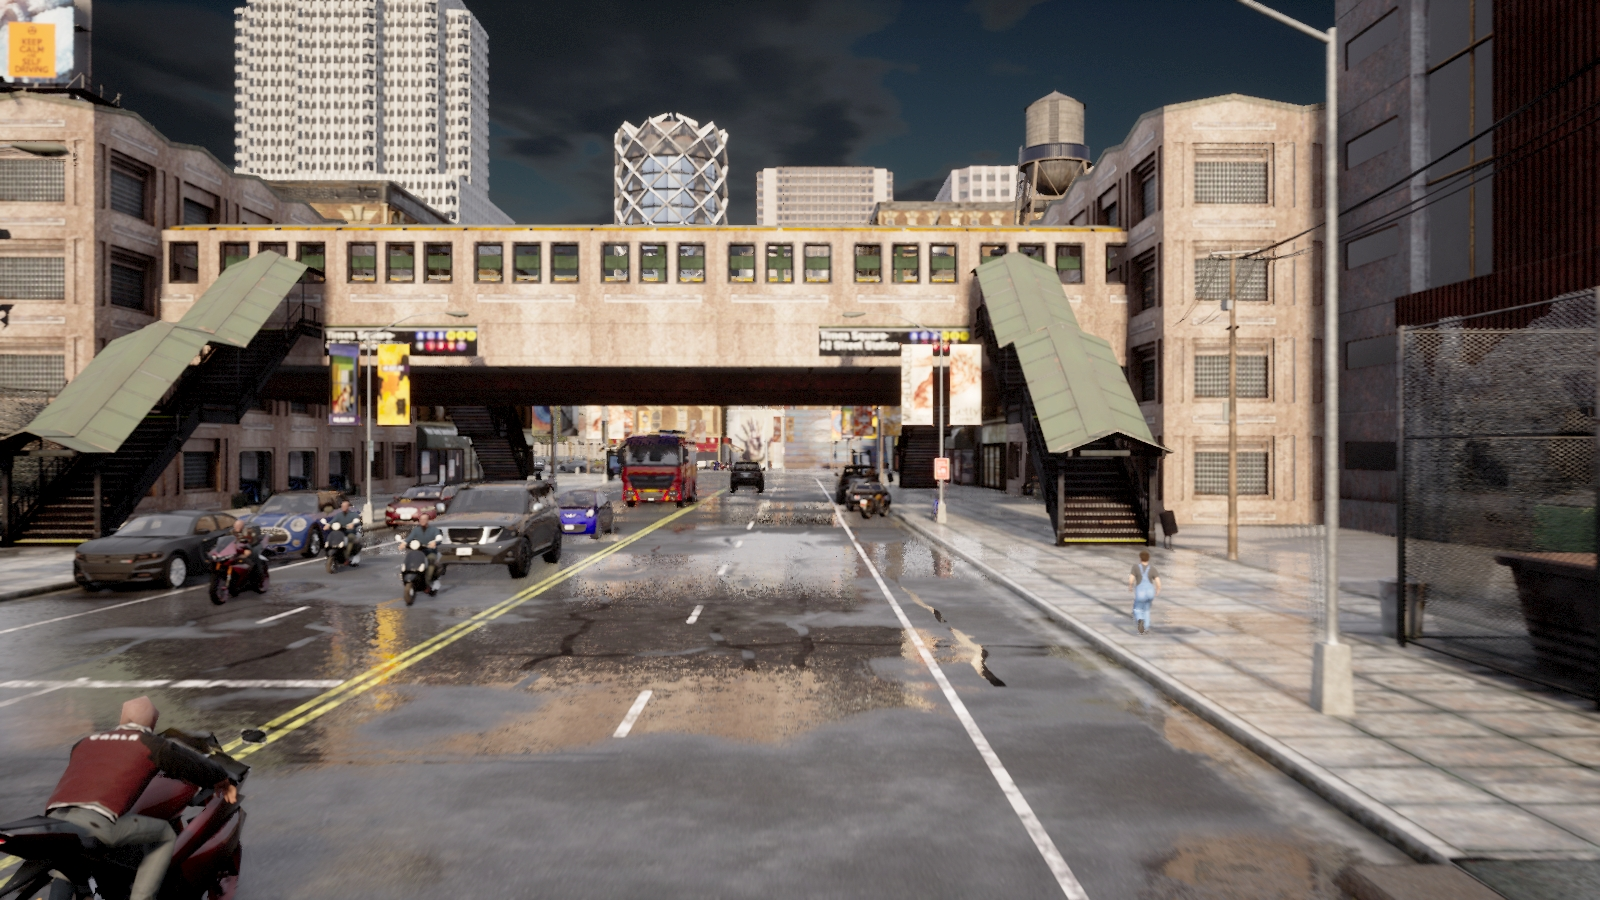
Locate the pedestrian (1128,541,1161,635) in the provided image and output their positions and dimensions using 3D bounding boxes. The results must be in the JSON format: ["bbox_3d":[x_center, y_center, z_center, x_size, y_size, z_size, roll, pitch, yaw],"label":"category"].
[{"bbox_3d":[4.953,1.976,16.435,0.375,1.300,0.375,0,0,4],"label":"pedestrian"}]

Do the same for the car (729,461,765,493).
[{"bbox_3d":[-3.539,1.778,77.414,2.150,2.045,5.566,0,0,0],"label":"car"}]

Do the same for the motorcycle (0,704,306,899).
[{"bbox_3d":[-3.506,2.205,6.006,0.867,1.251,2.209,0,0,0],"label":"motorcycle"}]

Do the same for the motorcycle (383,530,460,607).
[{"bbox_3d":[-7.040,2.182,21.338,0.856,1.236,1.805,0,0,0],"label":"motorcycle"}]

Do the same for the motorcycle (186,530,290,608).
[{"bbox_3d":[-10.541,2.205,21.533,0.867,1.251,2.209,0,0,0],"label":"motorcycle"}]

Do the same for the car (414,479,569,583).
[{"bbox_3d":[-7.054,1.780,26.800,2.150,2.045,5.566,0,0,0],"label":"car"}]

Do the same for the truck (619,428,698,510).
[{"bbox_3d":[-7.008,0.890,57.675,2.891,3.827,8.468,0,0,0],"label":"truck"}]

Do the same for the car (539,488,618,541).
[{"bbox_3d":[-7.067,2.038,36.790,1.845,1.501,3.633,0,0,0],"label":"car"}]
